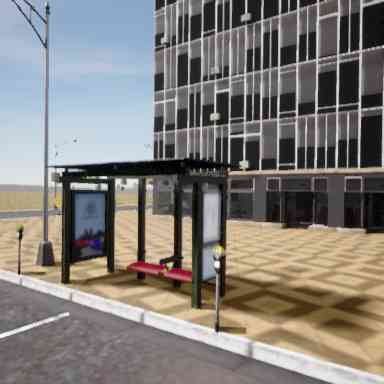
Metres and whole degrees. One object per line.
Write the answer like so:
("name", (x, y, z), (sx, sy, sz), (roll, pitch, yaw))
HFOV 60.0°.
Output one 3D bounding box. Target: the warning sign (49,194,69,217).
("warning sign", (-11.478, 1.118, 28.647), (1.300, 1.860, 1.060), (1, 1, 34))
